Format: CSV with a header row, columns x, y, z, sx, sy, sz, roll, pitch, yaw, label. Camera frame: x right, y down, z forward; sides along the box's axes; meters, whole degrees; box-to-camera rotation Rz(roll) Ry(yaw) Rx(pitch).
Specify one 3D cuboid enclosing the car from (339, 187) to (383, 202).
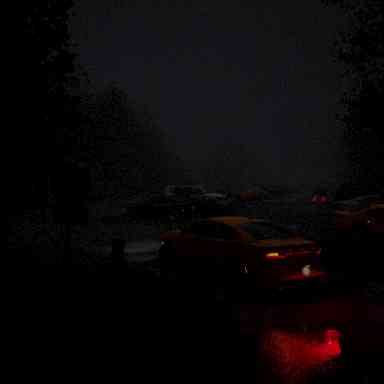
x,y,z,sx,sy,sz,roll,pitch,yaw,label
19.035,0.264,37.103,4.792,1.488,2.163,1,3,24,car

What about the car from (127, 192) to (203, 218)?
x,y,z,sx,sy,sz,roll,pitch,yaw,label
-2.069,0.997,22.162,4.792,1.488,2.163,1,3,24,car

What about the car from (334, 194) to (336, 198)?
x,y,z,sx,sy,sz,roll,pitch,yaw,label
10.999,1.087,19.339,4.792,1.488,2.163,1,3,24,car

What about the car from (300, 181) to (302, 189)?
x,y,z,sx,sy,sz,roll,pitch,yaw,label
21.776,-1.346,75.299,4.553,1.767,2.185,1,2,24,car

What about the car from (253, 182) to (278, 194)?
x,y,z,sx,sy,sz,roll,pitch,yaw,label
9.340,-0.304,47.430,4.553,1.767,2.185,1,2,24,car

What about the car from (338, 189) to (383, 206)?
x,y,z,sx,sy,sz,roll,pitch,yaw,label
16.666,0.496,31.962,4.792,1.488,2.163,1,3,24,car

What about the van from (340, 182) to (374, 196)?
x,y,z,sx,sy,sz,roll,pitch,yaw,label
24.515,-0.481,49.660,4.442,1.987,1.878,1,2,24,van

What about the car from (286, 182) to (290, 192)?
x,y,z,sx,sy,sz,roll,pitch,yaw,label
13.827,-0.530,57.584,4.792,1.488,2.163,1,2,24,car

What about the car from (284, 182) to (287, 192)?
x,y,z,sx,sy,sz,roll,pitch,yaw,label
12.692,-0.435,55.052,4.792,1.488,2.163,1,2,24,car

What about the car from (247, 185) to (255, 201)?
x,y,z,sx,sy,sz,roll,pitch,yaw,label
3.467,0.370,34.876,5.366,1.575,1.946,1,3,24,car

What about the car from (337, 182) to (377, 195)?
x,y,z,sx,sy,sz,roll,pitch,yaw,label
25.729,-0.599,52.148,5.566,2.045,2.435,1,2,24,car

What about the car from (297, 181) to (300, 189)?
x,y,z,sx,sy,sz,roll,pitch,yaw,label
19.364,-1.037,70.304,5.366,1.575,1.946,1,2,24,car

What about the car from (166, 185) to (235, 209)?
x,y,z,sx,sy,sz,roll,pitch,yaw,label
0.254,0.481,27.186,5.566,2.045,2.435,1,3,24,car

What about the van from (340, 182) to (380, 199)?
x,y,z,sx,sy,sz,roll,pitch,yaw,label
21.116,-0.195,42.064,4.442,1.987,1.878,1,2,24,van

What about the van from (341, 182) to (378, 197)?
x,y,z,sx,sy,sz,roll,pitch,yaw,label
23.594,-0.383,47.038,4.442,1.987,1.878,1,2,24,van

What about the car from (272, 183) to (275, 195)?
x,y,z,sx,sy,sz,roll,pitch,yaw,label
8.169,-0.077,44.916,4.892,1.521,2.231,1,3,24,car

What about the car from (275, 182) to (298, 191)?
x,y,z,sx,sy,sz,roll,pitch,yaw,label
20.640,-1.251,72.768,4.553,1.767,2.185,1,2,24,car

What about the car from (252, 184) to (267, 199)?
x,y,z,sx,sy,sz,roll,pitch,yaw,label
5.788,0.130,40.047,5.366,1.575,1.946,1,3,24,car

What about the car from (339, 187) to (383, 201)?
x,y,z,sx,sy,sz,roll,pitch,yaw,label
20.115,0.162,39.509,4.792,1.488,2.163,1,2,24,car

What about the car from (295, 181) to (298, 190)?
x,y,z,sx,sy,sz,roll,pitch,yaw,label
18.391,-0.935,67.699,4.892,1.521,2.231,1,2,24,car

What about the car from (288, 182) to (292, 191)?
x,y,z,sx,sy,sz,roll,pitch,yaw,label
14.963,-0.624,60.115,4.792,1.488,2.163,1,2,24,car

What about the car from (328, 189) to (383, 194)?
x,y,z,sx,sy,sz,roll,pitch,yaw,label
13.123,0.816,24.451,5.366,1.575,1.946,1,3,24,car

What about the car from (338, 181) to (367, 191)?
x,y,z,sx,sy,sz,roll,pitch,yaw,label
34.847,-1.357,72.471,5.566,2.045,2.435,1,2,24,car

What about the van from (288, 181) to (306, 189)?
x,y,z,sx,sy,sz,roll,pitch,yaw,label
28.506,-1.939,90.506,4.442,1.987,1.878,1,1,24,van

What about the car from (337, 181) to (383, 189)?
x,y,z,sx,sy,sz,roll,pitch,yaw,label
15.584,0.335,29.402,5.566,2.045,2.435,1,3,24,car

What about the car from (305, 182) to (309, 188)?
x,y,z,sx,sy,sz,roll,pitch,yaw,label
26.374,-1.848,85.396,5.566,2.045,2.435,1,2,24,car

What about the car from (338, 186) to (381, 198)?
x,y,z,sx,sy,sz,roll,pitch,yaw,label
22.359,-0.065,44.567,5.008,1.535,2.097,1,2,24,car

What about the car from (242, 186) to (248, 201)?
x,y,z,sx,sy,sz,roll,pitch,yaw,label
2.506,0.495,32.268,4.892,1.521,2.231,1,3,24,car

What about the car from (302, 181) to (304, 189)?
x,y,z,sx,sy,sz,roll,pitch,yaw,label
22.935,-1.314,77.825,5.008,1.535,2.097,1,2,24,car

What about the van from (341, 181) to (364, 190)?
x,y,z,sx,sy,sz,roll,pitch,yaw,label
36.112,-1.423,74.939,4.442,1.987,1.878,1,2,24,van

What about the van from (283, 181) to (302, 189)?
x,y,z,sx,sy,sz,roll,pitch,yaw,label
25.106,-1.730,82.925,4.442,1.987,1.878,1,2,24,van

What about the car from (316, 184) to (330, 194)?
x,y,z,sx,sy,sz,roll,pitch,yaw,label
22.455,-0.529,56.857,1.882,1.535,5.008,1,2,24,car

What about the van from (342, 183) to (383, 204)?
x,y,z,sx,sy,sz,roll,pitch,yaw,label
17.981,0.122,34.529,4.442,1.987,1.878,1,3,24,van

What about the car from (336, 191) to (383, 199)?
x,y,z,sx,sy,sz,roll,pitch,yaw,label
9.971,1.046,16.896,4.553,1.767,2.185,1,3,24,car

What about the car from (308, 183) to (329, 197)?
x,y,z,sx,sy,sz,roll,pitch,yaw,label
18.241,-0.165,47.468,2.128,1.511,4.902,1,2,24,car

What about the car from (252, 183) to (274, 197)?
x,y,z,sx,sy,sz,roll,pitch,yaw,label
7.212,0.028,42.314,5.366,1.575,1.946,1,3,24,car

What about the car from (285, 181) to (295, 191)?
x,y,z,sx,sy,sz,roll,pitch,yaw,label
15.956,-0.754,62.710,5.366,1.575,1.946,1,2,24,car

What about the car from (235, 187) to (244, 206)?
x,y,z,sx,sy,sz,roll,pitch,yaw,label
1.534,0.613,29.664,5.366,1.575,1.946,1,3,24,car

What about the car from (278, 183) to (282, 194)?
x,y,z,sx,sy,sz,roll,pitch,yaw,label
10.473,-0.246,49.965,4.792,1.488,2.163,1,2,24,car

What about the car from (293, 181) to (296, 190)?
x,y,z,sx,sy,sz,roll,pitch,yaw,label
17.267,-0.841,65.162,4.892,1.521,2.231,1,2,24,car

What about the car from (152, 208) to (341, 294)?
x,y,z,sx,sy,sz,roll,pitch,yaw,label
0.934,1.365,8.580,1.882,1.535,5.008,2,-1,-31,car

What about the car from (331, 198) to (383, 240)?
x,y,z,sx,sy,sz,roll,pitch,yaw,label
8.805,1.289,14.390,5.008,1.535,2.097,1,3,24,car

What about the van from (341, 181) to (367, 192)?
x,y,z,sx,sy,sz,roll,pitch,yaw,label
31.579,-1.046,64.835,4.442,1.987,1.878,1,2,24,van

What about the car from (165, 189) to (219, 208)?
x,y,z,sx,sy,sz,roll,pitch,yaw,label
-0.902,0.850,24.677,5.008,1.535,2.097,1,3,24,car

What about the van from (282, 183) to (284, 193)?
x,y,z,sx,sy,sz,roll,pitch,yaw,label
11.689,-0.594,52.452,4.442,1.987,1.878,1,2,24,van
